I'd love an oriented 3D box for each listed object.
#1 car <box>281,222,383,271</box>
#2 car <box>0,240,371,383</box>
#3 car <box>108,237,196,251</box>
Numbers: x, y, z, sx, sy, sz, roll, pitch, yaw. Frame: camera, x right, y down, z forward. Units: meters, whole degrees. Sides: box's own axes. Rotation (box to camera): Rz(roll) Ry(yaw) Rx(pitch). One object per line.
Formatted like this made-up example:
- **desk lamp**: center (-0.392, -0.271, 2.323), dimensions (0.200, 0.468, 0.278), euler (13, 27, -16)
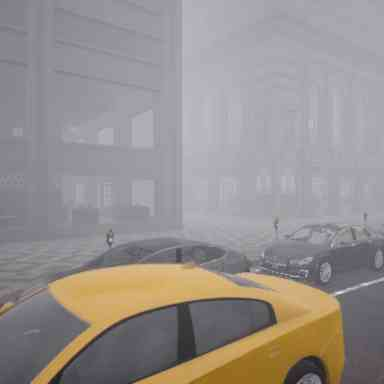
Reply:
- **car**: center (3.791, 1.551, 9.333), dimensions (4.403, 1.369, 2.008), euler (0, 0, -35)
- **car**: center (-0.702, 1.477, 2.876), dimensions (5.008, 1.535, 1.882), euler (0, 0, -35)
- **car**: center (-0.805, 1.566, 6.071), dimensions (4.313, 1.339, 1.947), euler (0, 0, -35)
